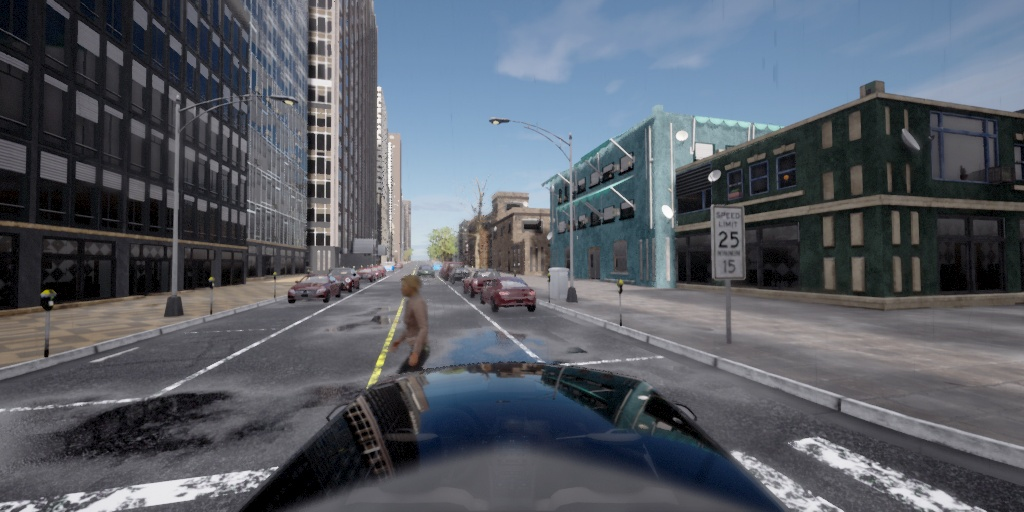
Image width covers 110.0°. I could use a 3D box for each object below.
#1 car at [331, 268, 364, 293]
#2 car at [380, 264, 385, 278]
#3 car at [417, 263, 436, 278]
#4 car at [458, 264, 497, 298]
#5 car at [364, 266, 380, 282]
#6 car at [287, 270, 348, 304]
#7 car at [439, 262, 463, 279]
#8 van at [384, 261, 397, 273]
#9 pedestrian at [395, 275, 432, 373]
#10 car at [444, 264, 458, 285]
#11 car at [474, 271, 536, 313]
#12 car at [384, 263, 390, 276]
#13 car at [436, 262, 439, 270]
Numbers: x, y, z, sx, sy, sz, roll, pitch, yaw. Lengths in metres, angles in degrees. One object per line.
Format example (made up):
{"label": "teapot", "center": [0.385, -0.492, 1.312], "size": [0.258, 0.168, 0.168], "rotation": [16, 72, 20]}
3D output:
{"label": "car", "center": [-11.150, 1.493, 23.339], "size": [1.967, 1.591, 4.097], "rotation": [0, 0, -15]}
{"label": "car", "center": [-15.348, 1.860, 39.440], "size": [1.802, 1.307, 4.207], "rotation": [0, 0, -15]}
{"label": "car", "center": [-10.509, 1.888, 43.856], "size": [1.994, 1.385, 4.181], "rotation": [0, -1, -15]}
{"label": "car", "center": [-1.642, 1.425, 20.088], "size": [1.967, 1.591, 4.097], "rotation": [0, 0, -15]}
{"label": "car", "center": [-13.949, 1.787, 34.071], "size": [1.802, 1.307, 4.207], "rotation": [0, 0, -15]}
{"label": "car", "center": [-9.751, 1.558, 17.973], "size": [1.802, 1.307, 4.207], "rotation": [0, 0, -15]}
{"label": "car", "center": [-5.839, 1.528, 36.186], "size": [2.192, 1.841, 5.009], "rotation": [0, 0, -15]}
{"label": "van", "center": [-20.946, 1.903, 60.907], "size": [1.690, 1.789, 3.998], "rotation": [0, 0, -15]}
{"label": "pedestrian", "center": [-1.091, 1.055, 4.066], "size": [0.375, 1.860, 0.375], "rotation": [1, -2, -15]}
{"label": "car", "center": [-4.440, 1.689, 30.820], "size": [2.007, 1.370, 4.403], "rotation": [0, 0, -15]}
{"label": "car", "center": [-0.242, 1.489, 14.719], "size": [1.802, 1.307, 4.207], "rotation": [0, 0, -15]}
{"label": "car", "center": [-16.748, 1.896, 44.807], "size": [1.888, 1.381, 4.507], "rotation": [0, 0, -15]}
{"label": "car", "center": [-7.239, 1.602, 41.555], "size": [2.192, 1.841, 5.009], "rotation": [0, 0, -15]}
